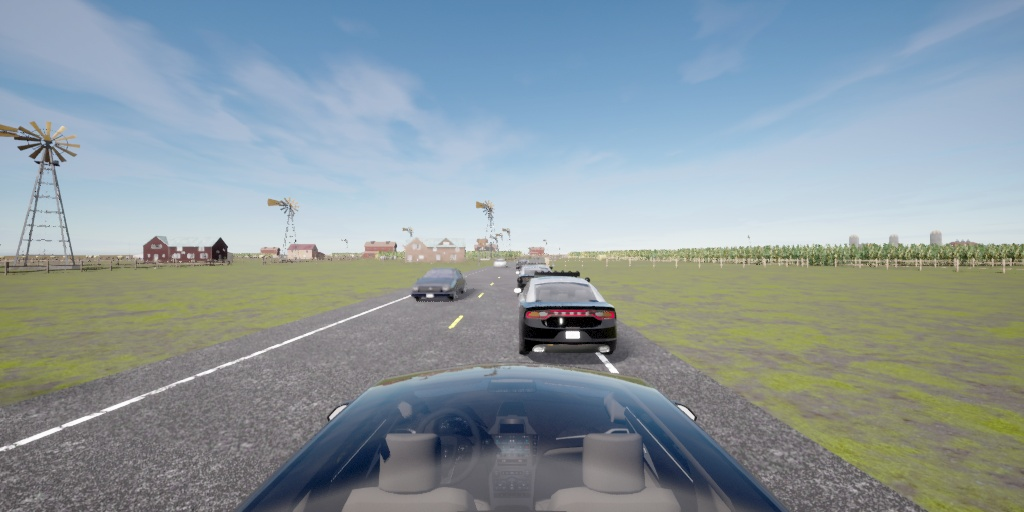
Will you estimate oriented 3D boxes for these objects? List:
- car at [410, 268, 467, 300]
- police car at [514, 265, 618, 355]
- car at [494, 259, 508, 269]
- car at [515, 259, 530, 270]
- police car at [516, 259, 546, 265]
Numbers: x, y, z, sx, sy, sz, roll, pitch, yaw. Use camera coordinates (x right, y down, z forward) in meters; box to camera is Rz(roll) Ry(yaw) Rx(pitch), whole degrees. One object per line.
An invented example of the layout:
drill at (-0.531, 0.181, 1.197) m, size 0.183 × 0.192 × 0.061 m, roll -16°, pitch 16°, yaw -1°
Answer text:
car at (-3.430, 1.296, 17.839) m, size 2.033 × 1.411 × 5.357 m, roll 0°, pitch 0°, yaw 1°
police car at (1.086, 1.176, 8.850) m, size 1.930 × 1.638 × 5.238 m, roll 0°, pitch 0°, yaw 1°
car at (-1.844, 1.241, 57.462) m, size 1.812 × 1.442 × 4.674 m, roll 0°, pitch 0°, yaw 4°
car at (1.607, 1.209, 53.957) m, size 2.128 × 1.511 × 4.902 m, roll 0°, pitch 0°, yaw 4°
police car at (1.230, 1.173, 18.820) m, size 1.930 × 1.638 × 5.238 m, roll 0°, pitch 0°, yaw 1°
